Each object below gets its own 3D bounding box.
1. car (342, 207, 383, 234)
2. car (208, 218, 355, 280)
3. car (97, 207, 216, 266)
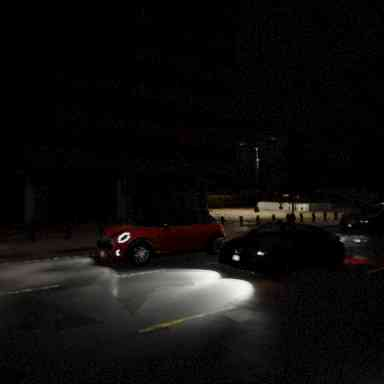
[{"bbox_3d":[11.023,1.669,20.391,4.902,1.511,2.128,1,0,-35],"label":"car"},{"bbox_3d":[2.842,1.634,10.266,4.181,1.385,1.994,1,0,-35],"label":"car"},{"bbox_3d":[-0.990,1.403,11.847,4.553,1.767,2.097,1,0,-35],"label":"car"}]
